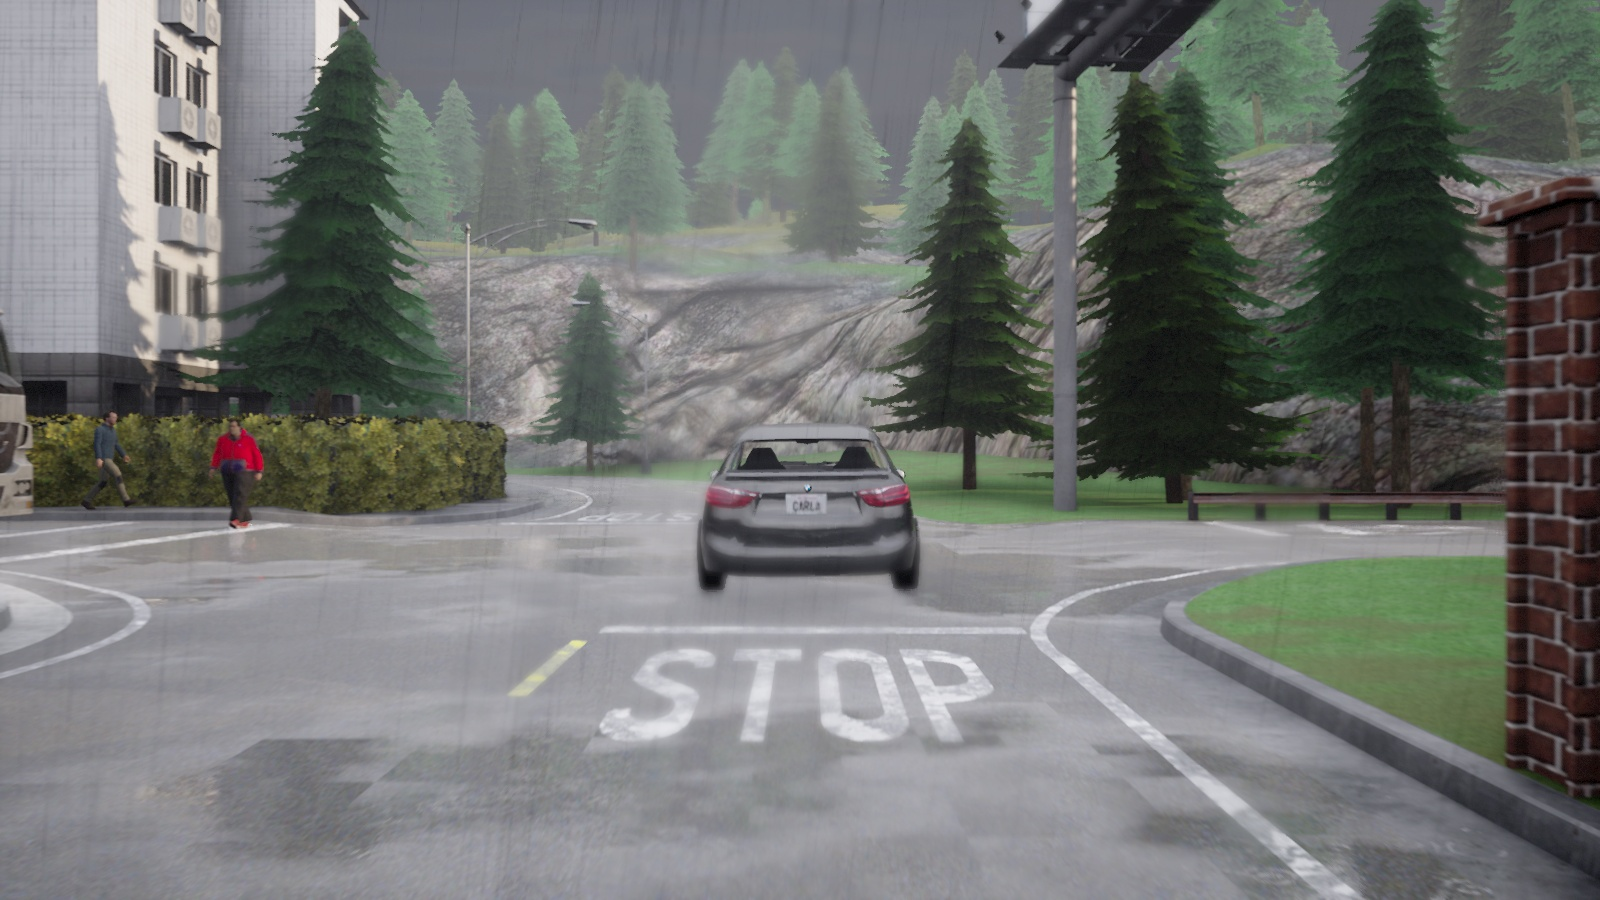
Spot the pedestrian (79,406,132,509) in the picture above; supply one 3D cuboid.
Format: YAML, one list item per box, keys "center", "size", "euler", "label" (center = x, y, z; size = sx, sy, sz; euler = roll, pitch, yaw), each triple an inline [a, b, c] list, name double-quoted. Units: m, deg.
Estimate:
- center: [-12.463, 0.131, 22.550]
  size: [0.726, 1.842, 0.402]
  euler: [0, 0, -5]
  label: "pedestrian"

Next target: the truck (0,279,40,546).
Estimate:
- center: [-14.342, -0.483, 15.664]
  size: [7.936, 3.462, 2.891]
  euler: [0, 0, -1]
  label: "truck"

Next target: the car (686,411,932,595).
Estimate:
- center: [0.093, 0.483, 13.832]
  size: [2.242, 1.667, 4.611]
  euler: [0, 0, 0]
  label: "car"

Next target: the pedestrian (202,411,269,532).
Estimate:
- center: [-8.823, 0.324, 19.658]
  size: [0.634, 1.844, 0.899]
  euler: [0, 0, 1]
  label: "pedestrian"
